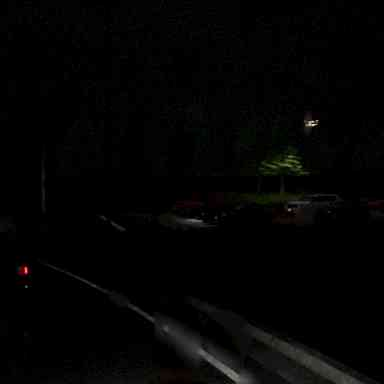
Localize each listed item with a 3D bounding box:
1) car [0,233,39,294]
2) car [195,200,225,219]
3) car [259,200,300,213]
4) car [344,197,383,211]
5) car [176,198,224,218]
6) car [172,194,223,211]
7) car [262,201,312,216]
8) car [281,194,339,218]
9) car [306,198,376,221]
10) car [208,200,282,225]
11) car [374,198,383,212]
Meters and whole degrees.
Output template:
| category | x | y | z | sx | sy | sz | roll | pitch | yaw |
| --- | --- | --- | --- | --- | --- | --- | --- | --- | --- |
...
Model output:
| category | x | y | z | sx | sy | sz | roll | pitch | yaw |
| --- | --- | --- | --- | --- | --- | --- | --- | --- | --- |
| car | -5.366 | 1.616 | 7.925 | 1.895 | 1.301 | 4.718 | 0 | 0 | -43 |
| car | 2.756 | 1.597 | 27.474 | 4.181 | 1.385 | 1.994 | 0 | 0 | -21 |
| car | 9.930 | 1.604 | 37.817 | 4.181 | 1.385 | 1.994 | 0 | 0 | -22 |
| car | 22.151 | 1.535 | 42.614 | 4.892 | 1.490 | 1.837 | -2 | 1 | -21 |
| car | 1.276 | 1.564 | 30.629 | 4.674 | 1.442 | 1.812 | 0 | 0 | -21 |
| car | 0.799 | 1.265 | 34.227 | 5.566 | 2.045 | 2.150 | 0 | 0 | -21 |
| car | 9.744 | 1.636 | 33.986 | 4.718 | 1.301 | 1.895 | 0 | 0 | -21 |
| car | 11.290 | 1.252 | 30.836 | 5.566 | 2.045 | 2.150 | 0 | 0 | -22 |
| car | 12.321 | 1.503 | 27.478 | 5.008 | 1.535 | 1.882 | 0 | 0 | -21 |
| car | 3.850 | 1.553 | 24.120 | 4.674 | 1.442 | 1.812 | 0 | 0 | -21 |
| car | 22.766 | 1.509 | 39.098 | 5.008 | 1.535 | 1.882 | 0 | 0 | -21 |
